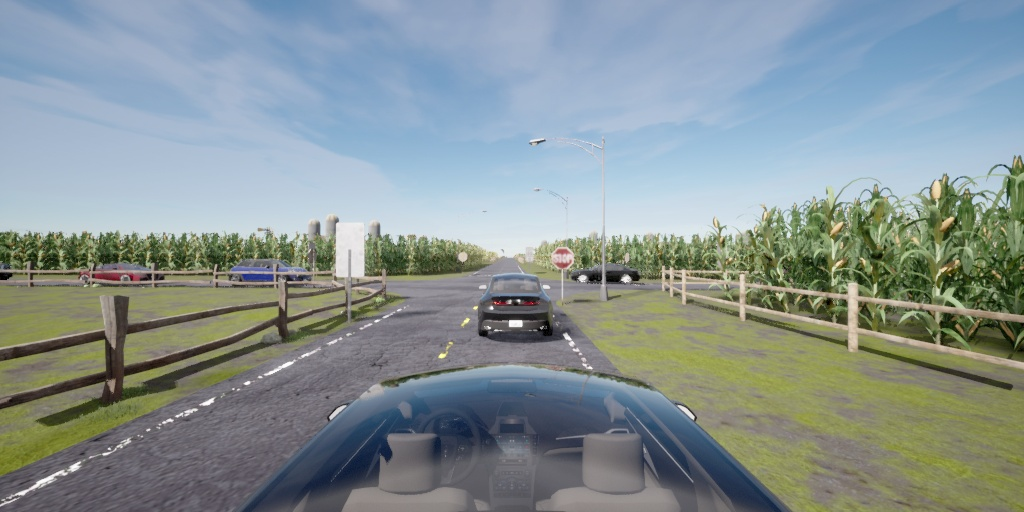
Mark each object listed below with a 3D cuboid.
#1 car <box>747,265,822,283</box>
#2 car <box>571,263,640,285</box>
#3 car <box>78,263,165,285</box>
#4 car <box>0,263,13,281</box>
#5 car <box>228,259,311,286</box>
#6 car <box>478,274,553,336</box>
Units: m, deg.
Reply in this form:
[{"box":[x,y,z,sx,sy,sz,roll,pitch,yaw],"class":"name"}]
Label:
[{"box":[19.886,1.409,26.137,4.892,1.490,1.837,0,-1,1],"class":"car"},{"box":[6.960,1.301,26.838,5.008,1.535,1.882,1,0,11],"class":"car"},{"box":[-25.508,1.161,23.521,4.181,1.385,1.994,0,-1,1],"class":"car"},{"box":[-36.677,0.759,23.613,5.566,2.045,2.150,1,-1,1],"class":"car"},{"box":[-15.670,1.002,23.395,4.553,1.767,2.097,0,-1,2],"class":"car"},{"box":[0.078,1.255,10.369,1.837,1.490,4.892,0,0,0],"class":"car"}]
